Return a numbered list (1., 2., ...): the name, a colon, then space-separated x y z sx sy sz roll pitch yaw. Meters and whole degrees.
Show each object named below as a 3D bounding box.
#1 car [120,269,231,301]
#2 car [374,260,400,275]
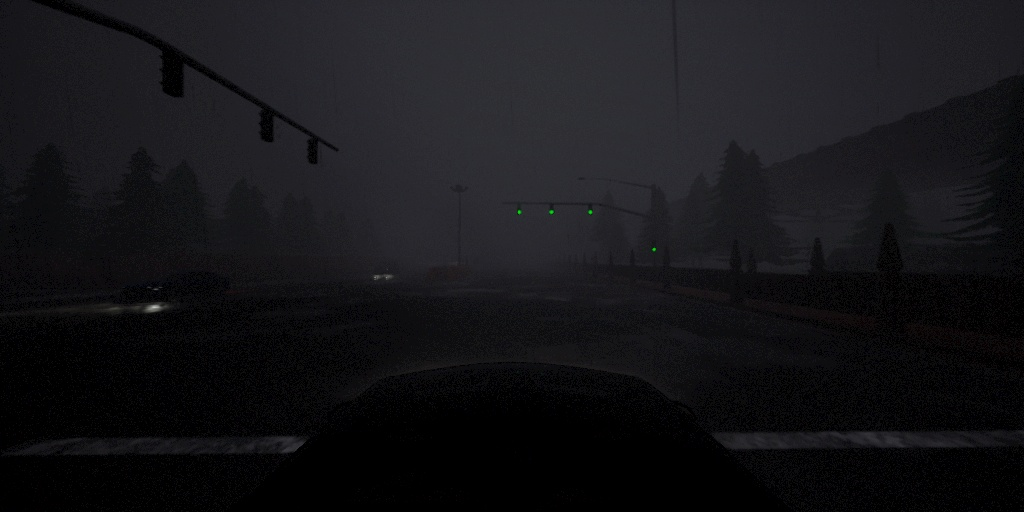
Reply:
1. car: -17.499 1.478 18.999 1.882 1.535 5.008 0 -1 0
2. car: -17.505 1.655 50.450 2.150 2.045 5.566 0 1 0
